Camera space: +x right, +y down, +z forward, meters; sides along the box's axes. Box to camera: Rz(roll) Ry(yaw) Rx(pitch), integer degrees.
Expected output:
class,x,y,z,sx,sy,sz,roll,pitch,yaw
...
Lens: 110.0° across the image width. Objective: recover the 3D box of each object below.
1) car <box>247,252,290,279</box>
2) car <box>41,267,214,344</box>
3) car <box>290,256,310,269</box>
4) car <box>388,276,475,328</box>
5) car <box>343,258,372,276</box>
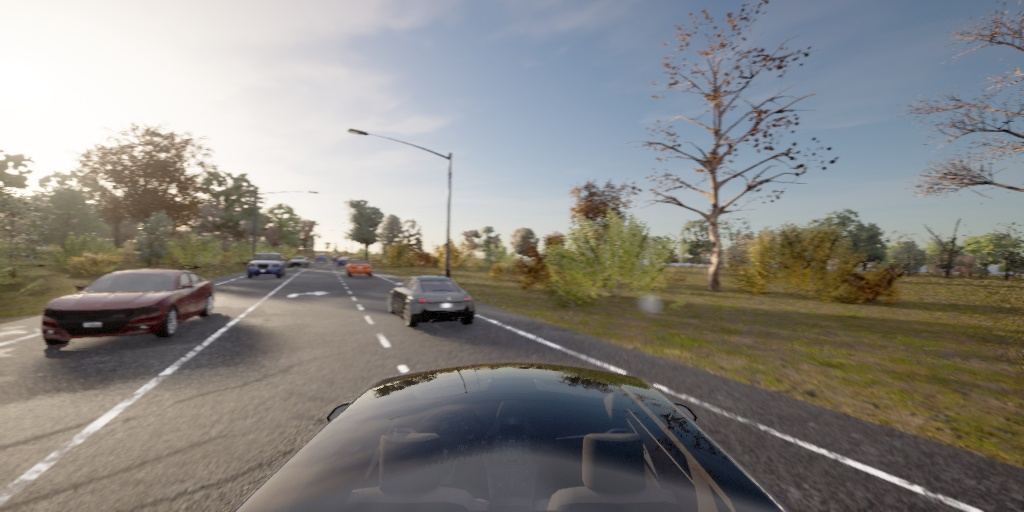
class,x,y,z,sx,sy,sz,roll,pitch,yaw
car,-19.701,0.726,28.991,2.150,2.045,5.566,2,-1,-28
car,-9.338,1.063,9.217,1.882,1.535,5.008,2,-1,-28
car,-28.832,0.781,48.620,2.097,1.767,4.553,2,-1,-21
car,-2.740,1.337,11.700,1.994,1.385,4.181,2,-1,-28
car,-15.028,1.024,35.089,2.097,1.767,4.553,2,-1,-28
